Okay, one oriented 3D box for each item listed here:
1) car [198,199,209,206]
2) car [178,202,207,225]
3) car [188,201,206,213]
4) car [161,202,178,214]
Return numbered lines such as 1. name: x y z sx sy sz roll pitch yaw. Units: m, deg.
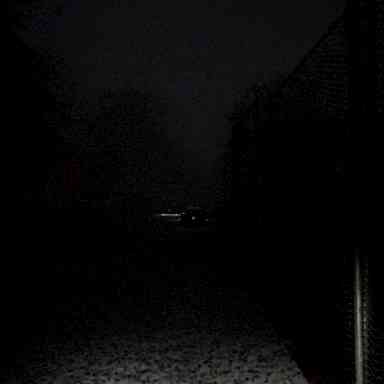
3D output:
1. car: 2.780 2.518 79.638 1.994 1.385 4.181 0 -2 12
2. car: 0.122 1.661 25.316 1.812 1.442 4.674 0 -1 1
3. car: 0.704 1.935 42.897 2.033 1.411 5.357 0 -1 4
4. car: -2.420 1.883 39.226 1.994 1.385 4.181 0 -1 3
